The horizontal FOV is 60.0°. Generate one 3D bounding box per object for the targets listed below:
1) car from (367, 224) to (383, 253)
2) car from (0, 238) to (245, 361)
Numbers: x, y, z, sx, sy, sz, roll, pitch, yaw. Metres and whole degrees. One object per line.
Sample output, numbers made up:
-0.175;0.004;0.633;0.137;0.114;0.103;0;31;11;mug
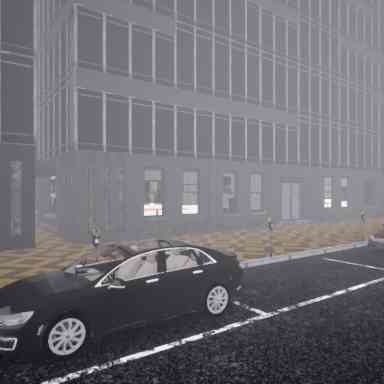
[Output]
8.257;1.582;12.402;4.206;1.307;1.802;0;0;-35;car
-1.031;1.551;5.819;4.403;1.369;2.008;0;0;-35;car
